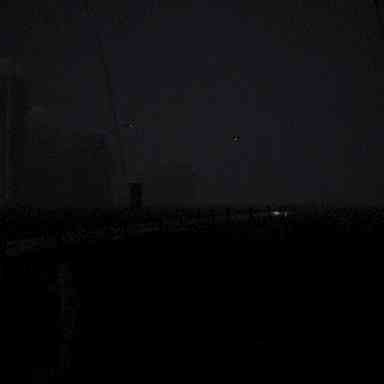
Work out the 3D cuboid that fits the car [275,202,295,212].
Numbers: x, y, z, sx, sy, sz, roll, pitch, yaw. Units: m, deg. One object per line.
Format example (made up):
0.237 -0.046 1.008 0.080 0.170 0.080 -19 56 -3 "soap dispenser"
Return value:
14.113 2.203 49.936 1.895 1.301 4.718 0 0 36 "car"
